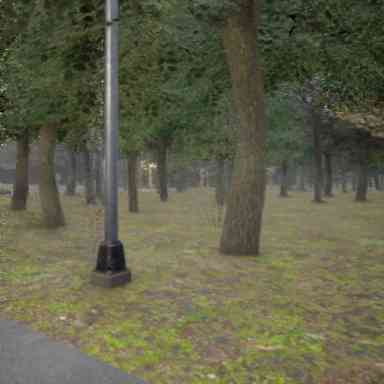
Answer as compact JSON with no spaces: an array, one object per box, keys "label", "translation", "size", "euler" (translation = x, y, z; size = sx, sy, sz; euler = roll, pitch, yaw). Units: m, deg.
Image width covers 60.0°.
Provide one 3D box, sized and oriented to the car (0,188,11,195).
[{"label":"car","translation":[-39.379,-0.022,67.403],"size":[2.128,1.511,4.902],"euler":[-1,1,34]}]
